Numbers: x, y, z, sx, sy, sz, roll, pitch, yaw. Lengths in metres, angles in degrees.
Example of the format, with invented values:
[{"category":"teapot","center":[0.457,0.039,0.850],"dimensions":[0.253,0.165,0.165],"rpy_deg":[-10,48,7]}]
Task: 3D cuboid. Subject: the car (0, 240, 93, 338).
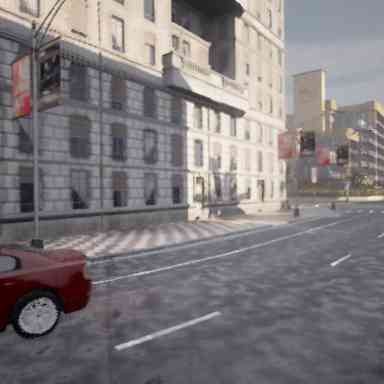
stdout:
[{"category":"car","center":[-4.080,1.517,5.018],"dimensions":[5.008,1.535,1.882],"rpy_deg":[-1,0,-37]}]
